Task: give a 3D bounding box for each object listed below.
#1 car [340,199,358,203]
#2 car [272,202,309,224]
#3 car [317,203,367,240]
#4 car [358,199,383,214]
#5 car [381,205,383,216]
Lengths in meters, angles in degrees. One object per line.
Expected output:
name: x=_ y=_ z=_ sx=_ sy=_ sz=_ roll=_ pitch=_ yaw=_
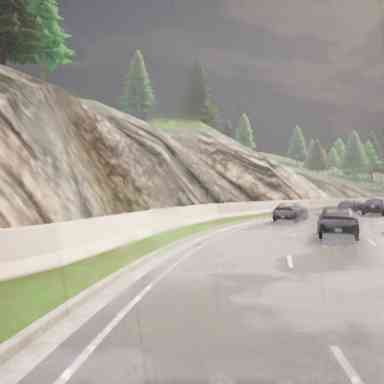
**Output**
car: x=18.507 y=1.590 z=38.356 sx=4.902 sy=1.511 sz=2.128 roll=1 pitch=0 yaw=-45
car: x=7.631 y=1.549 z=25.536 sx=2.128 sy=1.511 sz=4.902 roll=0 pitch=0 yaw=30
car: x=7.665 y=1.536 z=17.492 sx=2.128 sy=1.511 sz=4.902 roll=0 pitch=0 yaw=23
car: x=18.867 y=1.447 z=33.573 sx=2.097 sy=1.767 sz=4.553 roll=0 pitch=0 yaw=43
car: x=11.583 y=1.617 z=17.684 sx=1.994 sy=1.385 sz=4.181 roll=0 pitch=0 yaw=24
